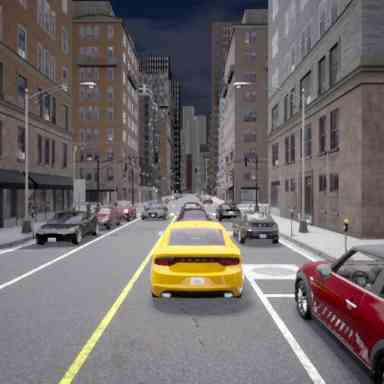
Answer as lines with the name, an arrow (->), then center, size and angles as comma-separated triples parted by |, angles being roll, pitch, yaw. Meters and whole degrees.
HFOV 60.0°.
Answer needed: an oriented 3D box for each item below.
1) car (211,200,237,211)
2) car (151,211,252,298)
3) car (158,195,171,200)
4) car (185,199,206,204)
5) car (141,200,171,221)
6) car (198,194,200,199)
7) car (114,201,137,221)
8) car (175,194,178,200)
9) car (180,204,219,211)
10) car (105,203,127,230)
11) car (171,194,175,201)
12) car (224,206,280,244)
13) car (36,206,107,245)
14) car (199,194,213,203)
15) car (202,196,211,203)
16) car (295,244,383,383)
car -> 2.875, 1.565, 26.627 | 1.947, 1.339, 4.313 | 0, 0, 0
car -> 0.100, 1.477, 8.552 | 1.882, 1.535, 5.008 | 0, 0, 0
car -> -5.590, 1.617, 63.736 | 1.802, 1.307, 4.206 | 0, 0, 0
car -> 0.019, 1.525, 26.357 | 1.812, 1.442, 4.674 | 0, 0, 2
car -> -2.980, 1.611, 27.406 | 1.994, 1.385, 4.181 | 0, 0, 0
car -> 2.962, 1.606, 74.535 | 2.008, 1.369, 4.403 | 0, 0, 0
car -> -5.651, 1.440, 26.634 | 1.967, 1.590, 4.097 | 0, 0, 0
car -> -5.523, 1.625, 90.609 | 1.752, 1.417, 4.829 | 0, 0, 0
car -> 0.119, 1.563, 17.546 | 1.994, 1.385, 4.181 | 0, 0, 0
car -> -5.655, 1.581, 21.132 | 1.802, 1.307, 4.206 | 0, 0, 0
car -> -5.562, 1.606, 74.553 | 2.008, 1.369, 4.403 | 0, 0, 0
car -> 2.867, 1.550, 15.625 | 2.008, 1.369, 4.403 | 0, 0, 0
car -> -5.658, 1.565, 15.631 | 1.947, 1.339, 4.313 | 0, 0, 0
car -> 2.934, 1.475, 63.717 | 1.967, 1.590, 4.097 | 0, 0, 0
car -> 2.949, 1.570, 69.297 | 1.752, 1.417, 4.829 | 0, 0, 0
car -> 2.859, 1.439, 4.622 | 1.967, 1.590, 4.097 | 0, 0, 0
